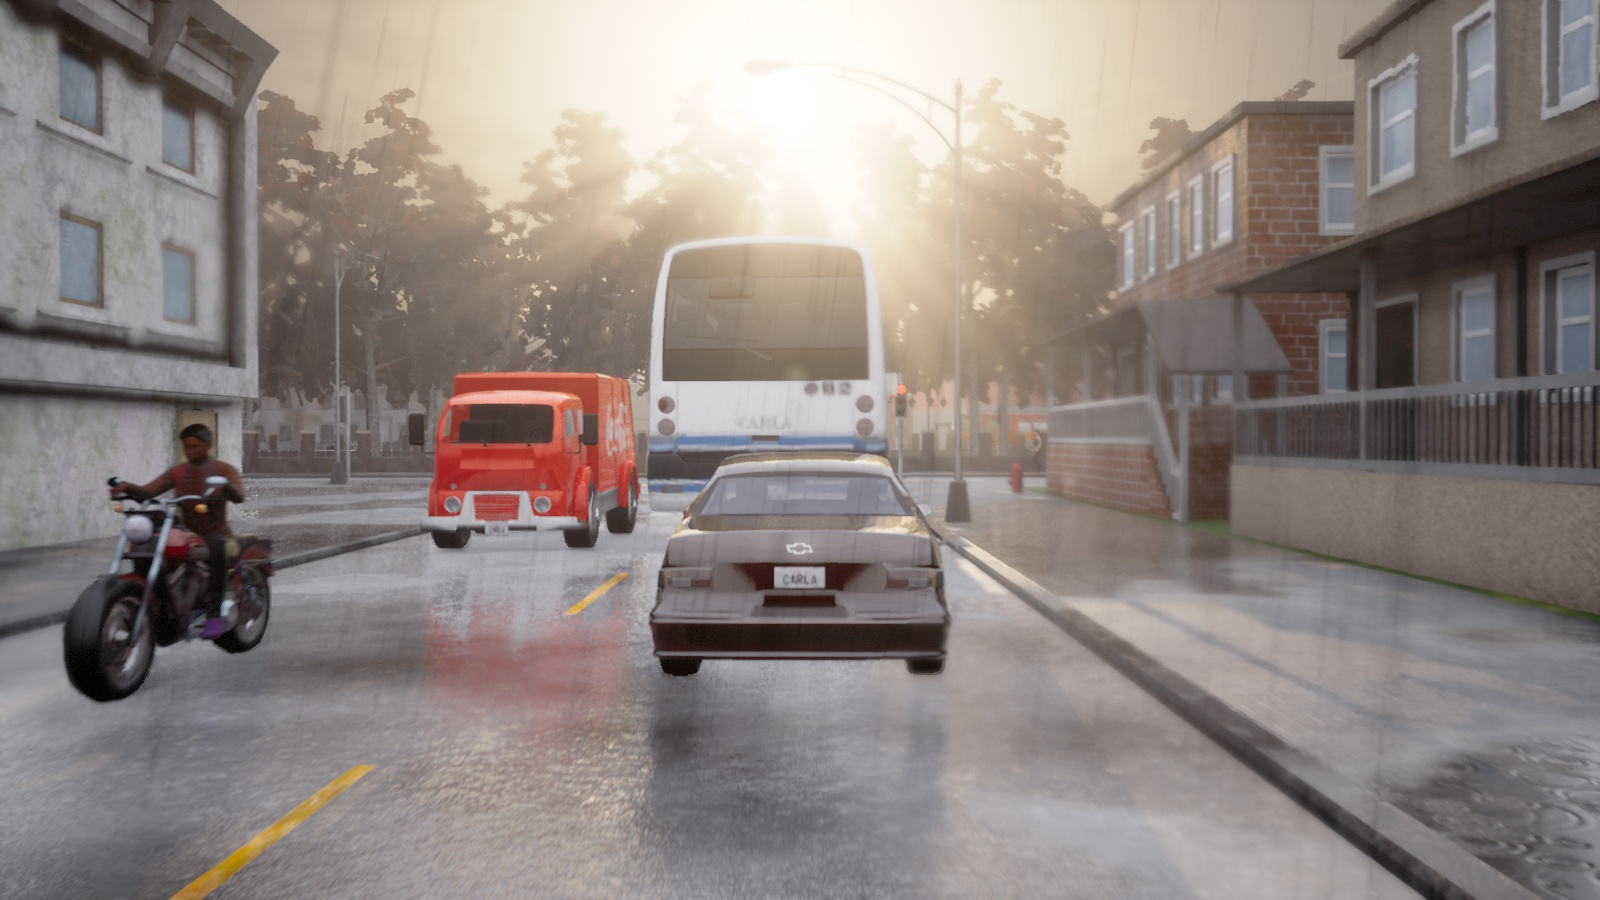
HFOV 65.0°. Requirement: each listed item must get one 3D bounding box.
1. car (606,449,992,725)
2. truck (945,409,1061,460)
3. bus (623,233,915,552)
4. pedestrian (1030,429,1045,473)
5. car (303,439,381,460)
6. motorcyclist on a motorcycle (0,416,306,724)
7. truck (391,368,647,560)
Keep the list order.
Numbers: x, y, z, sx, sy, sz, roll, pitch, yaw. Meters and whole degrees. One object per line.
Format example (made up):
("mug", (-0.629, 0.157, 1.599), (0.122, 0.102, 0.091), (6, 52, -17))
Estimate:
("car", (0.048, 0.720, 9.298), (2.033, 1.411, 5.357), (0, 0, 1))
("truck", (15.504, -1.166, 96.418), (8.468, 3.827, 2.891), (0, 0, 0))
("bus", (-0.072, -0.804, 22.021), (3.944, 4.253, 10.273), (0, 0, 4))
("pedestrian", (9.922, 0.050, 52.444), (0.594, 1.836, 0.345), (0, 0, 3))
("car", (-33.732, -0.054, 92.575), (4.902, 1.511, 2.128), (0, 0, 0))
("motorcyclist on a motorcycle", (-3.952, 0.631, 7.887), (0.766, 1.649, 2.350), (0, 1, 0))
("truck", (-3.904, 0.084, 18.674), (2.627, 2.467, 5.204), (0, 2, 0))
